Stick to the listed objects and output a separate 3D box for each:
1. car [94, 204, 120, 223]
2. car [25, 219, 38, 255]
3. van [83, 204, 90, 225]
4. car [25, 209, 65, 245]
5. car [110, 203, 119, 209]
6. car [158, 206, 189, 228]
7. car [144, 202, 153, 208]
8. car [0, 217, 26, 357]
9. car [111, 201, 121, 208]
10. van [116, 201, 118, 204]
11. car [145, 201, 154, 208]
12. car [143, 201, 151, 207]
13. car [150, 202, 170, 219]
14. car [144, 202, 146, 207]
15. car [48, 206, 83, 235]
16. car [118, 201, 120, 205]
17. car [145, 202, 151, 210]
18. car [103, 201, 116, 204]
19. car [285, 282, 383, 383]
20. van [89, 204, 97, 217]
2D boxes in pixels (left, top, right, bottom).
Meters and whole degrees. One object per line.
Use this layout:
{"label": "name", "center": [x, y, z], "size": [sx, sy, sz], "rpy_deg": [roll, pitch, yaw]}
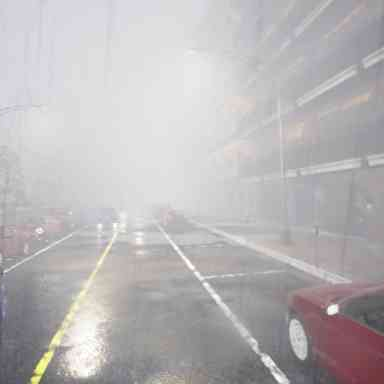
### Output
{"label": "car", "center": [-8.474, 2.297, 33.699], "size": [1.812, 1.442, 4.674], "rpy_deg": [-2, -1, -10]}
{"label": "car", "center": [-7.697, 2.014, 12.770], "size": [1.887, 1.381, 4.507], "rpy_deg": [-2, -1, -10]}
{"label": "van", "center": [-10.491, 2.141, 29.428], "size": [1.690, 1.788, 3.998], "rpy_deg": [-2, -1, -10]}
{"label": "car", "center": [-8.629, 2.019, 18.321], "size": [1.967, 1.590, 4.097], "rpy_deg": [-2, -1, -10]}
{"label": "car", "center": [-19.767, 3.479, 84.946], "size": [1.887, 1.381, 4.507], "rpy_deg": [-2, -1, -10]}
{"label": "car", "center": [-1.294, 1.945, 25.260], "size": [1.802, 1.307, 4.206], "rpy_deg": [-2, -1, -10]}
{"label": "car", "center": [-10.579, 3.073, 80.782], "size": [1.802, 1.307, 4.206], "rpy_deg": [-2, -1, -10]}
{"label": "car", "center": [-3.371, 1.391, 2.521], "size": [2.150, 2.045, 5.566], "rpy_deg": [-2, -1, -10]}
{"label": "car", "center": [-20.705, 3.367, 90.503], "size": [2.192, 1.841, 5.009], "rpy_deg": [-2, -1, -10]}
{"label": "van", "center": [-17.918, 3.042, 73.844], "size": [1.690, 1.788, 3.998], "rpy_deg": [-2, -1, -10]}
{"label": "car", "center": [-9.680, 2.903, 75.398], "size": [1.752, 1.417, 4.829], "rpy_deg": [-2, -1, -10]}
{"label": "car", "center": [-12.436, 3.292, 91.887], "size": [1.947, 1.339, 4.313], "rpy_deg": [-2, -1, -10]}
{"label": "car", "center": [-3.157, 2.025, 36.367], "size": [1.967, 1.590, 4.097], "rpy_deg": [-2, -1, -10]}
{"label": "car", "center": [-7.800, 2.584, 64.127], "size": [1.967, 1.590, 4.097], "rpy_deg": [-2, -1, -10]}
{"label": "car", "center": [-9.564, 2.005, 23.876], "size": [2.192, 1.841, 5.009], "rpy_deg": [-2, -1, -10]}
{"label": "car", "center": [-18.837, 3.399, 79.393], "size": [1.802, 1.307, 4.206], "rpy_deg": [-2, -1, -10]}
{"label": "car", "center": [-5.938, 2.484, 53.022], "size": [1.947, 1.339, 4.313], "rpy_deg": [-2, -1, -10]}
{"label": "car", "center": [-16.063, 2.785, 62.741], "size": [2.192, 1.841, 5.009], "rpy_deg": [-2, -1, -10]}
{"label": "car", "center": [2.420, 1.481, 3.054], "size": [1.887, 1.381, 4.507], "rpy_deg": [-2, -1, -10]}
{"label": "van", "center": [-12.348, 2.363, 40.533], "size": [1.690, 1.788, 3.998], "rpy_deg": [-2, -1, -10]}
